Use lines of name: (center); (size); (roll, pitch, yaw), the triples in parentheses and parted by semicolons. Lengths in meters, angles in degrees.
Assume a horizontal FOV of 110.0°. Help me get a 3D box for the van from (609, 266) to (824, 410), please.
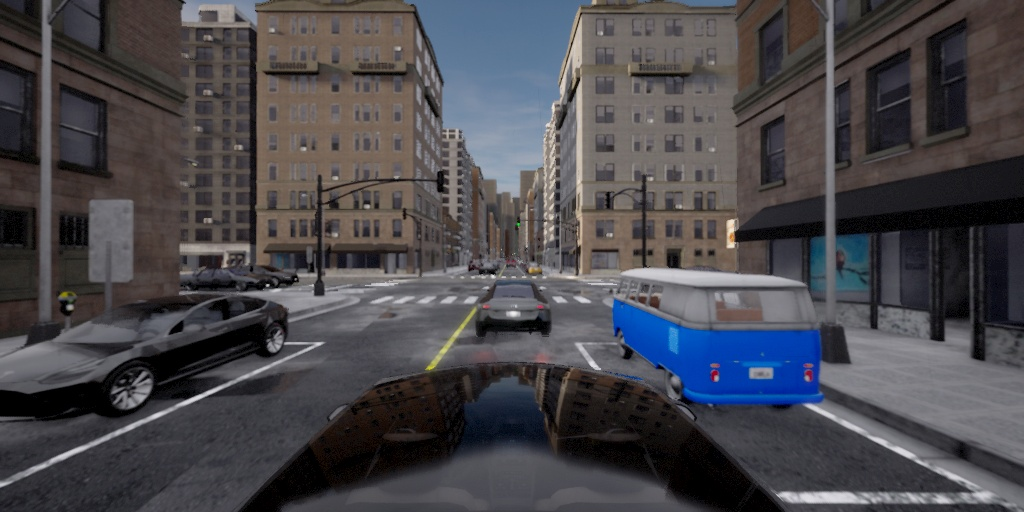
van: (2.876, 1.124, 5.963); (1.690, 1.789, 3.998); (0, 0, 0)

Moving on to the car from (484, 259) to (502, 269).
car: (-3.141, 1.647, 55.374); (2.128, 1.511, 4.902); (0, 0, 0)

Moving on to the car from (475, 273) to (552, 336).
car: (0.070, 1.384, 10.674); (1.994, 1.385, 4.181); (0, 0, 1)

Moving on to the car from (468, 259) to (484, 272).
car: (-5.727, 1.475, 56.135); (2.192, 1.841, 5.009); (0, 0, 0)

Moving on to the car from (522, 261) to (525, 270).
car: (2.844, 1.561, 50.678); (1.967, 1.591, 4.097); (0, 0, 0)

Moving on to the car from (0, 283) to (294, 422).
car: (-5.649, 1.348, 6.001); (1.948, 1.339, 4.313); (0, 0, 0)

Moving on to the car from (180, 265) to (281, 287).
car: (-17.912, 1.441, 22.387); (5.357, 1.411, 2.033); (0, 0, 0)

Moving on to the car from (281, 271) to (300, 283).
car: (-17.884, 1.415, 25.639); (4.892, 1.490, 1.837); (0, 0, 0)

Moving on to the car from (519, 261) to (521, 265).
car: (2.754, 1.766, 61.729); (1.948, 1.339, 4.313); (0, 0, 0)

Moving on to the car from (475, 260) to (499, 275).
car: (-3.063, 1.557, 44.995); (1.882, 1.535, 5.008); (0, 0, 1)

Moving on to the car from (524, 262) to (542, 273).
car: (2.887, 1.606, 45.322); (1.751, 1.417, 4.829); (0, 0, 0)

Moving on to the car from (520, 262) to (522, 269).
car: (2.798, 1.712, 56.203); (2.007, 1.370, 4.403); (0, 0, 0)

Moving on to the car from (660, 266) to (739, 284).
car: (15.206, 1.506, 29.291); (5.357, 1.411, 2.033); (0, 0, 0)
